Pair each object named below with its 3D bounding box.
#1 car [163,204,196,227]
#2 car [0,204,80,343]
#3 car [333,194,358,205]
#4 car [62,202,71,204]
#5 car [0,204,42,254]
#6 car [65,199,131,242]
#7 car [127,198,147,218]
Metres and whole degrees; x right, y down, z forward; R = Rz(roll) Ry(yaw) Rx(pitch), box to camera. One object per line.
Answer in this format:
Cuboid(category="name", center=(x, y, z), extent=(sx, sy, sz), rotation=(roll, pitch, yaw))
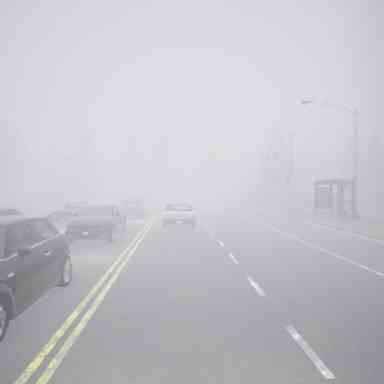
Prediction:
Cuboid(category="car", center=(-0.823, 1.365, 20.899), extent=(1.895, 1.301, 4.718), rotation=(0, 1, -3))
Cuboid(category="car", center=(-3.816, 1.288, 5.986), extent=(2.097, 1.767, 4.553), rotation=(0, 1, -3))
Cuboid(category="car", center=(17.471, 0.952, 40.263), extent=(4.902, 1.511, 2.128), rotation=(0, 1, -2))
Cuboid(category="car", center=(-8.065, 1.357, 22.522), extent=(1.895, 1.301, 4.718), rotation=(0, 1, -2))
Cuboid(category="car", center=(-7.615, 1.347, 12.460), extent=(1.882, 1.535, 5.008), rotation=(0, 1, -3))
Cuboid(category="car", center=(-4.253, 1.309, 15.412), extent=(1.882, 1.535, 5.008), rotation=(0, 1, -3))
Cuboid(category="car", center=(-4.701, 1.252, 26.683), extent=(1.837, 1.490, 4.892), rotation=(0, 1, -3))
